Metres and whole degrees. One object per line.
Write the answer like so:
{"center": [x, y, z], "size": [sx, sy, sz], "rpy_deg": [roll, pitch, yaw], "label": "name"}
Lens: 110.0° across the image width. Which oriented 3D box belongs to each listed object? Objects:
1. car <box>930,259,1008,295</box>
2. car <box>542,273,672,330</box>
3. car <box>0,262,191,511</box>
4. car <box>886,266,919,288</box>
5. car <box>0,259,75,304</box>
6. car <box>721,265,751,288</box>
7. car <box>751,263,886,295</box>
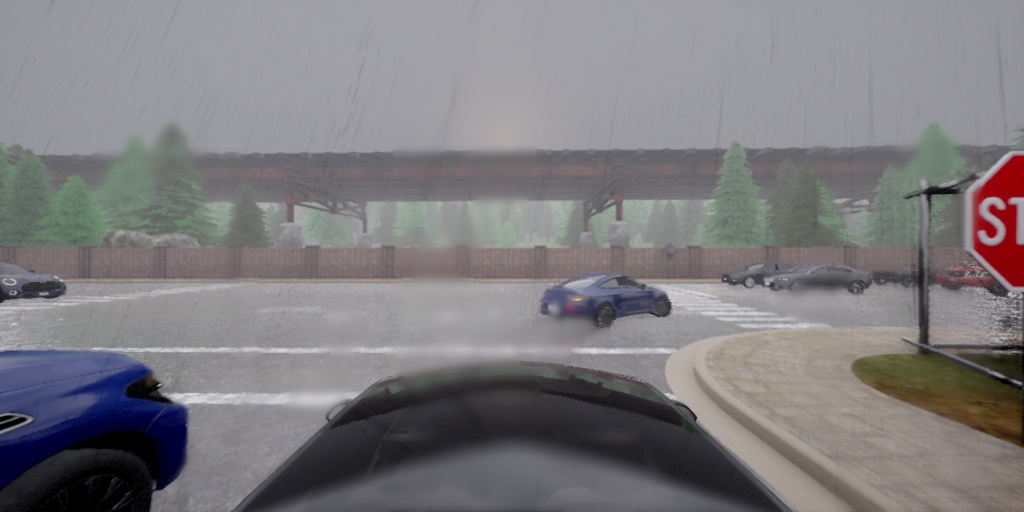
{"center": [25.570, 0.891, 18.481], "size": [5.566, 2.045, 2.150], "rpy_deg": [0, 0, 0], "label": "car"}
{"center": [2.956, 1.232, 11.006], "size": [4.674, 1.442, 1.812], "rpy_deg": [0, -1, -38], "label": "car"}
{"center": [-3.421, 0.979, 0.185], "size": [2.150, 2.045, 5.566], "rpy_deg": [0, 0, 0], "label": "car"}
{"center": [25.009, 1.255, 21.986], "size": [4.718, 1.301, 1.895], "rpy_deg": [0, 0, 1], "label": "car"}
{"center": [-22.242, 1.038, 15.315], "size": [4.553, 1.767, 2.097], "rpy_deg": [0, 0, 0], "label": "car"}
{"center": [15.546, 1.159, 22.077], "size": [4.892, 1.490, 1.837], "rpy_deg": [0, 0, 1], "label": "car"}
{"center": [15.686, 1.162, 18.577], "size": [4.902, 1.511, 2.128], "rpy_deg": [0, 0, 1], "label": "car"}
